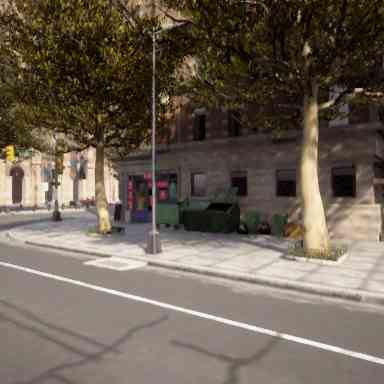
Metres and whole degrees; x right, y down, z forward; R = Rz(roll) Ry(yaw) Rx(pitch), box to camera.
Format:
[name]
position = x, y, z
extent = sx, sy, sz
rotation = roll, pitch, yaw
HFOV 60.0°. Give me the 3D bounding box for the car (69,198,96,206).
[car]
position = -17.048, 1.551, 52.800
extent = 1.895, 1.301, 4.718
rotation = 0, 0, 36
